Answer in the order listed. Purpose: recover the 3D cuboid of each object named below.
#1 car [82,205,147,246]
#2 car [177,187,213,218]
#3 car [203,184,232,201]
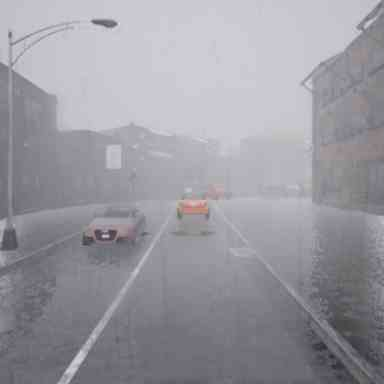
[{"bbox_3d":[-3.088,1.264,13.871,1.994,1.385,4.181,0,4,0],"label":"car"},{"bbox_3d":[0.094,0.762,23.195,2.097,1.767,4.553,0,2,0],"label":"car"},{"bbox_3d":[3.105,0.062,41.978,2.150,2.045,5.566,-1,0,30],"label":"car"}]
